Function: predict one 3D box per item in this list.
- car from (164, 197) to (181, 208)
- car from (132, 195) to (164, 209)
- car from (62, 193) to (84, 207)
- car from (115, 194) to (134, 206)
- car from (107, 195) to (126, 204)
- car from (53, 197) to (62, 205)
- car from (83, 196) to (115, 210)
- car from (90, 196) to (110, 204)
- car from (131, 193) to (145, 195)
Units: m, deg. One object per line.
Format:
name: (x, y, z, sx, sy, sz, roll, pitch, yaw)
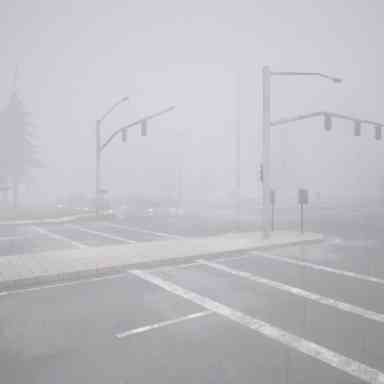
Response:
car: (-3.472, 1.505, 48.997, 1.837, 1.490, 4.892, 0, 0, -35)
car: (-6.255, 1.505, 46.869, 1.837, 1.490, 4.892, 0, 0, -35)
car: (-17.717, 1.221, 51.024, 2.150, 2.045, 5.566, 0, 0, -35)
car: (-11.495, 1.505, 54.362, 1.837, 1.490, 4.892, 0, 0, -35)
car: (-14.795, 1.478, 65.274, 1.882, 1.535, 5.008, 0, 0, -34)
car: (-23.411, 1.564, 59.244, 1.994, 1.385, 4.181, 0, 0, -34)
car: (-12.056, 1.505, 42.947, 1.837, 1.490, 4.892, 0, 0, -35)
car: (-17.346, 1.491, 62.786, 2.128, 1.511, 4.902, 0, 0, -35)
car: (-9.009, 1.222, 56.921, 2.150, 2.045, 5.566, 0, 0, -35)
